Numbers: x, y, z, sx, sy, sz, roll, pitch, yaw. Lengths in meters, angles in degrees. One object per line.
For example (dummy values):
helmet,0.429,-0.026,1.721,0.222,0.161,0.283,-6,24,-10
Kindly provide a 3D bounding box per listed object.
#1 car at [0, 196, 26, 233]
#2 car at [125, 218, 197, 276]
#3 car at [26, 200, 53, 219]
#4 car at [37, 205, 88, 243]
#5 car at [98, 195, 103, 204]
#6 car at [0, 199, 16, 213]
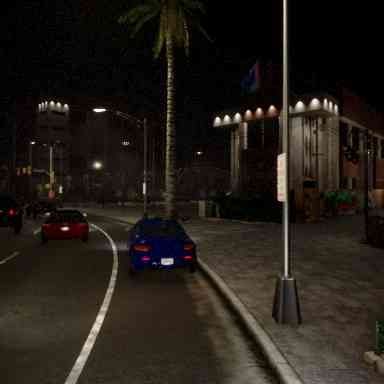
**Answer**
car,-11.007,1.210,19.130,2.150,2.045,5.566,0,0,-26
car,-1.073,1.524,10.346,1.812,1.442,4.674,0,0,-12
car,-13.206,1.492,28.861,1.837,1.490,4.892,1,0,-37
car,-6.140,1.557,16.193,1.994,1.385,4.181,0,0,-20
car,-14.576,1.238,56.454,4.553,1.767,2.185,0,0,42
car,-21.978,1.541,38.127,4.181,1.385,1.994,0,0,44
